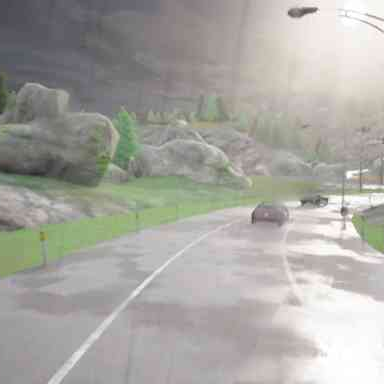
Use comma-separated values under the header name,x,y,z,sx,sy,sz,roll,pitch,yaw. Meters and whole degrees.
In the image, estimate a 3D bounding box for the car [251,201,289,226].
name,x,y,z,sx,sy,sz,roll,pitch,yaw
car,5.188,1.283,21.843,1.994,1.385,4.181,2,2,22

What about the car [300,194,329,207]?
name,x,y,z,sx,sy,sz,roll,pitch,yaw
car,13.593,0.842,36.682,1.895,1.301,4.718,4,4,37
